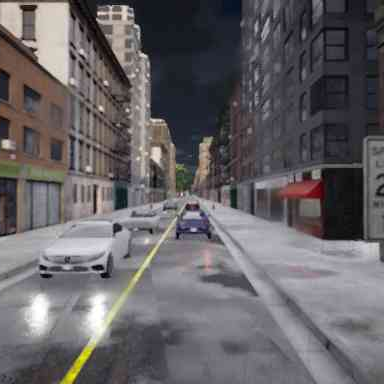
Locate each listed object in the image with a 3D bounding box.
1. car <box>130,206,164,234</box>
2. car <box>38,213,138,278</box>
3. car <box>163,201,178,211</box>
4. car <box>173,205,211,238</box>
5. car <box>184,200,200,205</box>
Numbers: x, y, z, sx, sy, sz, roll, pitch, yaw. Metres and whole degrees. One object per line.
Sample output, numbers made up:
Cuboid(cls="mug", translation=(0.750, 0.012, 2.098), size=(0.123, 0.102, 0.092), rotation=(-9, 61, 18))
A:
Cuboid(cls="car", translation=(-3.095, 1.772, 20.670), size=(1.895, 1.301, 4.718), rotation=(0, 0, 0))
Cuboid(cls="car", translation=(-3.091, 1.615, 10.560), size=(1.812, 1.442, 4.674), rotation=(0, -1, 0))
Cuboid(cls="car", translation=(-3.030, 1.961, 47.431), size=(1.994, 1.385, 4.181), rotation=(0, 0, 0))
Cuboid(cls="car", translation=(0.075, 1.680, 18.473), size=(1.812, 1.442, 4.674), rotation=(0, 0, 0))
Cuboid(cls="car", translation=(0.061, 1.823, 42.811), size=(1.882, 1.535, 5.008), rotation=(0, -1, 0))
